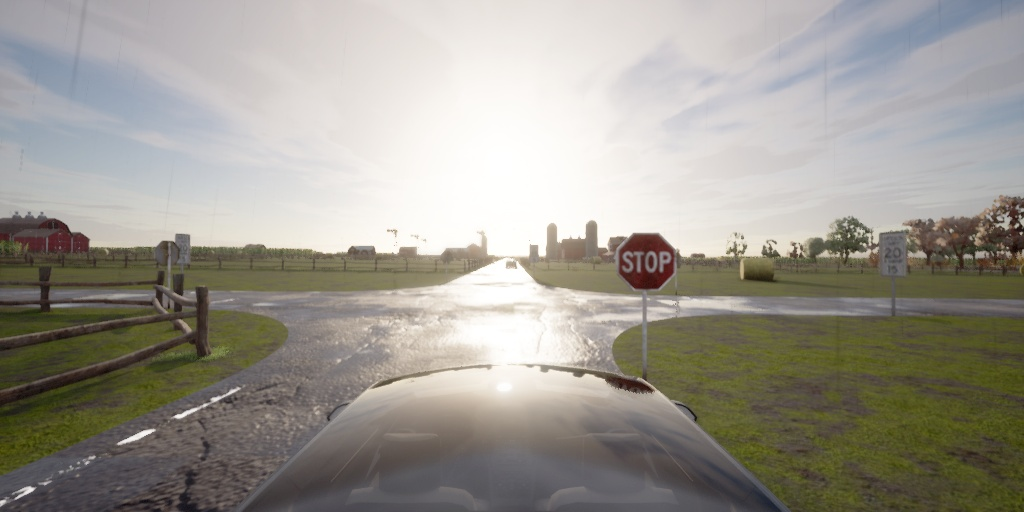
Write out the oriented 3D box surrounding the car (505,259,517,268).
[{"bbox_3d":[-0.134,1.215,60.593,2.128,1.511,4.902,0,0,0],"label":"car"}]
